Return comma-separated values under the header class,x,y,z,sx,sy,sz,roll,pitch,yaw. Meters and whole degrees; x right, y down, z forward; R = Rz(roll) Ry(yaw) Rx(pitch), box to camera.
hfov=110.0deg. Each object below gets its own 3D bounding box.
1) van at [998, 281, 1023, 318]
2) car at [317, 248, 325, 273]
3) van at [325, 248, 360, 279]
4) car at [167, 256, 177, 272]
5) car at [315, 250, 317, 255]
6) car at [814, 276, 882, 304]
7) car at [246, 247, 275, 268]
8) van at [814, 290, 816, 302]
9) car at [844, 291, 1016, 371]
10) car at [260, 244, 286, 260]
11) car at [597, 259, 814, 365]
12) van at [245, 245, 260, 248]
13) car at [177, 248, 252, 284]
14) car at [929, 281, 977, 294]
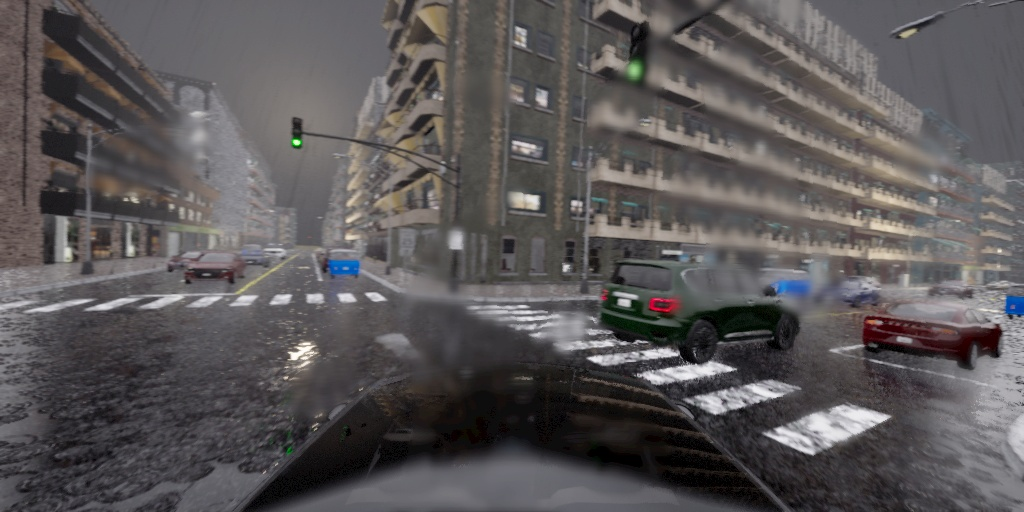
class,x,y,z,sx,sy,sz,roll,pitch,yaw
van,25.483,2.242,17.358,3.998,1.789,1.690,0,0,-29
car,-13.633,0.295,27.842,2.192,1.841,5.009,0,0,-29
van,-10.872,0.468,23.090,1.690,1.789,3.998,0,0,-29
car,-21.127,0.332,23.698,1.802,1.307,4.207,0,0,-29
car,-21.756,-0.004,42.268,1.967,1.591,4.097,0,0,-29
car,19.117,2.064,20.399,4.674,1.442,1.812,2,1,-29
car,-21.469,0.241,29.971,1.994,1.385,4.181,2,1,-29
van,16.459,1.725,21.887,3.998,1.789,1.690,0,0,-29
car,10.609,1.807,9.039,4.507,1.381,1.888,0,0,-29
car,-30.412,-0.561,46.099,2.150,2.045,5.566,2,0,-29
car,4.656,1.190,8.759,5.566,2.045,2.150,3,1,-29
van,-34.611,-0.608,47.786,1.690,1.789,3.998,0,0,-29
car,-14.979,0.504,18.364,1.882,1.535,5.008,2,1,-29
car,37.530,2.864,30.583,4.674,1.442,1.812,3,1,-29
